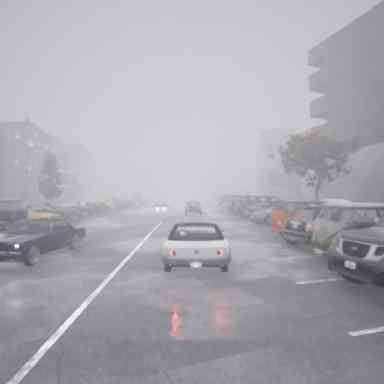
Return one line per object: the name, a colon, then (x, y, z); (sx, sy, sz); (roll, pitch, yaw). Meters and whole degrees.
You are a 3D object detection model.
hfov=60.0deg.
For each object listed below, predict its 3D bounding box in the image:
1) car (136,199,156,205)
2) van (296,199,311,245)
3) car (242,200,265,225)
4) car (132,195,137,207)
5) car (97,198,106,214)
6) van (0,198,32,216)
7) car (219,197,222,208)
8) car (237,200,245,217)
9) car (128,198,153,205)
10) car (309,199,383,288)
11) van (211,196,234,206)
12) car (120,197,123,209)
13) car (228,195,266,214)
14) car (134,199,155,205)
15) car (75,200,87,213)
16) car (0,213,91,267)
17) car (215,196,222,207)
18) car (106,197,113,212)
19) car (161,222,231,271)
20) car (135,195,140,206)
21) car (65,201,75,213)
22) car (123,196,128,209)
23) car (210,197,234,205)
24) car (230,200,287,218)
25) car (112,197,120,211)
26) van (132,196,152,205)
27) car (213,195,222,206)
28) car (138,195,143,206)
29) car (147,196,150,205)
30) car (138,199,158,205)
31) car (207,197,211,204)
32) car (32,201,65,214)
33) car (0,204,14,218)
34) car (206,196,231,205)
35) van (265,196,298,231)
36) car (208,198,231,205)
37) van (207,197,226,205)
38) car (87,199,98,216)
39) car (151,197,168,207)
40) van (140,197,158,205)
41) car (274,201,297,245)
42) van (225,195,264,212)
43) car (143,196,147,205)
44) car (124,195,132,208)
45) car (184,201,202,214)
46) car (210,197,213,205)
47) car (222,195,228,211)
car: (-11.383, 2.434, 82.588); (4.674, 1.452, 2.002); (0, -2, -20)
van: (6.045, 1.308, 11.104); (4.442, 1.987, 1.878); (1, 0, -19)
car: (6.371, 1.575, 23.159); (4.892, 1.521, 2.231); (1, 0, -19)
car: (-11.437, 1.689, 50.319); (5.008, 1.535, 2.097); (-1, 0, -20)
car: (-11.353, 1.590, 32.711); (4.892, 1.521, 2.231); (-1, 0, -20)
van: (-11.334, 1.313, 17.990); (4.442, 1.987, 1.878); (-1, 0, -21)
car: (6.244, 1.616, 38.132); (5.366, 1.575, 1.946); (1, 0, -20)
car: (6.422, 1.613, 26.179); (4.792, 1.488, 2.163); (1, 0, -19)
car: (-11.431, 2.130, 73.784); (5.008, 1.535, 2.097); (0, -2, -20)
car: (6.068, 1.274, 8.134); (5.566, 2.045, 2.435); (1, 0, -19)
van: (6.264, 1.756, 68.085); (4.442, 1.987, 1.878); (1, -1, -20)
car: (-11.384, 1.497, 41.523); (4.553, 1.767, 2.185); (-1, 0, -20)
car: (6.451, 1.342, 29.195); (5.566, 2.045, 2.435); (1, 0, -20)
car: (-11.400, 2.340, 79.650); (4.674, 1.452, 2.002); (0, -2, -20)
car: (-11.282, 1.597, 26.849); (4.792, 1.488, 2.163); (-1, 0, -20)
car: (-5.544, 1.642, 11.746); (1.895, 1.301, 4.718); (0, 0, 6)
car: (6.214, 1.642, 44.124); (5.366, 1.575, 1.946); (1, 0, -20)
car: (-11.370, 1.600, 35.644); (4.892, 1.521, 2.231); (-1, 0, -20)
car: (0.122, 1.638, 10.991); (1.895, 1.301, 4.718); (0, 0, 0)
car: (-11.456, 1.725, 53.250); (5.008, 1.535, 2.097); (-1, -1, -20)
car: (-11.291, 1.558, 23.904); (5.008, 1.535, 2.097); (-1, 0, -21)
car: (-11.429, 1.679, 44.455); (4.674, 1.452, 2.002); (-1, -1, -20)
car: (6.349, 1.930, 71.114); (4.553, 1.767, 2.185); (1, -2, -20)
car: (6.432, 1.603, 32.198); (4.892, 1.521, 2.231); (1, 0, -20)
car: (-11.390, 1.610, 38.581); (5.008, 1.535, 2.097); (-1, 0, -20)
van: (-11.523, 1.987, 76.683); (4.442, 1.987, 1.878); (0, -1, -20)
car: (6.405, 1.417, 47.195); (5.566, 2.045, 2.435); (1, -1, -20)
car: (-11.627, 1.761, 56.123); (5.366, 1.575, 1.946); (-1, -1, -20)
car: (-11.444, 1.922, 64.986); (4.892, 1.521, 2.231); (0, -1, -20)
car: (-11.332, 2.524, 85.520); (4.792, 1.488, 2.163); (0, -2, -20)
car: (6.191, 1.915, 65.065); (5.366, 1.575, 1.946); (1, -1, -20)
car: (-11.079, 1.542, 21.034); (5.366, 1.575, 1.946); (-1, 0, -20)
car: (-11.193, 1.526, 15.089); (5.008, 1.535, 2.097); (-1, 0, -21)
car: (6.401, 2.054, 80.083); (5.566, 2.045, 2.435); (1, -2, -20)
van: (6.379, 1.330, 17.193); (4.442, 1.987, 1.878); (1, 0, -19)
car: (6.431, 2.246, 77.113); (4.792, 1.488, 2.163); (1, -2, -20)
van: (6.348, 2.277, 86.043); (4.442, 1.987, 1.878); (1, -3, -19)
car: (-11.343, 1.579, 29.776); (5.008, 1.535, 2.097); (-1, 0, -20)
car: (-5.096, 1.769, 55.778); (2.128, 1.511, 4.902); (0, -1, 0)
van: (-11.450, 2.388, 88.409); (4.442, 1.987, 1.878); (0, -2, -20)
car: (6.182, 1.419, 14.140); (4.553, 1.767, 2.185); (1, 0, -19)
van: (6.513, 1.408, 41.237); (4.442, 1.987, 1.878); (1, -1, -20)
car: (-11.485, 1.560, 59.107); (5.566, 2.045, 2.435); (-1, -1, -20)
car: (-11.407, 1.536, 47.389); (4.553, 1.767, 2.185); (-1, 0, -20)
car: (0.128, 1.670, 36.832); (2.033, 1.411, 5.357); (0, 0, 0)
car: (6.331, 1.841, 59.134); (4.792, 1.488, 2.163); (1, -1, -20)
car: (6.460, 1.361, 35.214); (5.566, 2.045, 2.435); (1, 0, -20)
